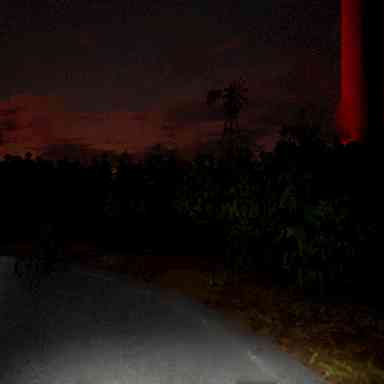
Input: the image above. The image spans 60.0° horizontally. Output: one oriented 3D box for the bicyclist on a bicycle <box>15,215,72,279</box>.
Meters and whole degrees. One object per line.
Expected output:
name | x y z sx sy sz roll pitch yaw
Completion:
bicyclist on a bicycle | -3.939 1.446 8.954 0.582 1.620 1.656 0 0 34
